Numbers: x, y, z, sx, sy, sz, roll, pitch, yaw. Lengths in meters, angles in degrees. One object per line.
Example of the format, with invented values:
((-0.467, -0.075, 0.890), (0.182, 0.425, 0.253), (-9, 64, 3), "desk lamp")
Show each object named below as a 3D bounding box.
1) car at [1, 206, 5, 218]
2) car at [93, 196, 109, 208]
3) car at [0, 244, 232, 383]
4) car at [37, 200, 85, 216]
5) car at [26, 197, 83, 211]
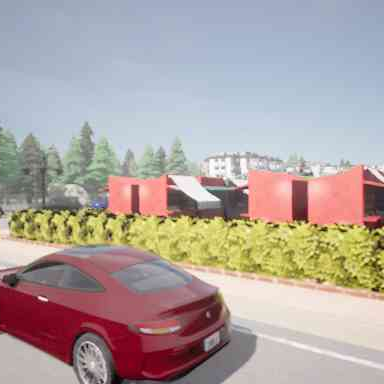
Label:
((-20.342, 1.662, 31.359), (2.097, 1.767, 4.553), (-1, 0, 36), "car")
((-8.063, 1.479, 35.960), (2.150, 2.045, 5.566), (-1, 0, 37), "car")
((-1.638, 1.557, 5.157), (4.674, 1.442, 1.812), (-1, 0, 36), "car")
((-15.084, 1.788, 38.568), (1.882, 1.535, 5.008), (-1, 0, 36), "car")
((-14.076, 1.506, 34.019), (2.150, 2.045, 5.566), (-1, 0, 36), "car")
